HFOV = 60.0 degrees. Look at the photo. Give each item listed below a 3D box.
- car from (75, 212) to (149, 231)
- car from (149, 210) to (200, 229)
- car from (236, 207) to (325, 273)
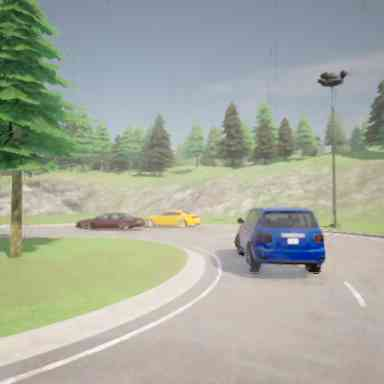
[{"bbox_3d":[-6.508,2.355,26.701,5.357,1.411,2.033,-1,-2,6],"label":"car"},{"bbox_3d":[-1.737,2.309,28.801,5.008,1.535,1.882,-1,-2,23],"label":"car"},{"bbox_3d":[2.926,1.545,12.002,2.150,2.045,5.566,0,-2,2],"label":"car"}]
